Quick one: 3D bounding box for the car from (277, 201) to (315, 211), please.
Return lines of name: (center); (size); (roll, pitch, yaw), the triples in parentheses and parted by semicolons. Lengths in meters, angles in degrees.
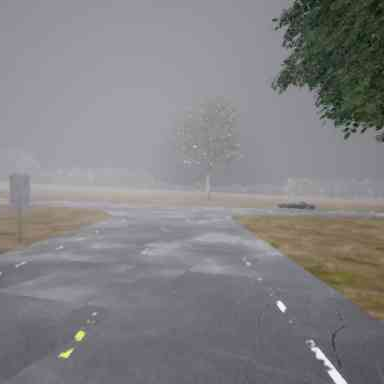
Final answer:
car: (14.031, 1.863, 44.964); (4.718, 1.301, 1.895); (2, 0, 1)
